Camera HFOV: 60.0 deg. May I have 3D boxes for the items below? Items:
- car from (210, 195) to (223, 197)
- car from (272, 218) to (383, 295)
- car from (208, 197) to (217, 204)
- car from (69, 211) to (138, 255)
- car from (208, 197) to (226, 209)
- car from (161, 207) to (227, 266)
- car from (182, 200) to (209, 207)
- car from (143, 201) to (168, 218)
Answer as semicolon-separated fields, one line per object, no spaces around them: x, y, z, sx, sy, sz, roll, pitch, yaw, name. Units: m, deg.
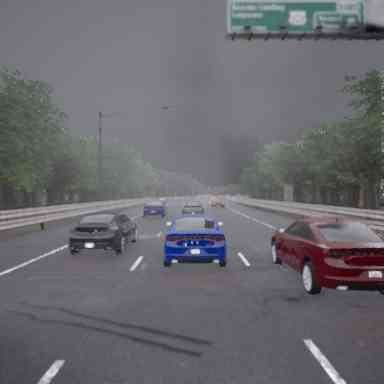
4.026;1.693;60.570;1.882;1.535;5.008;0;0;2;car
3.497;1.423;8.821;1.882;1.535;5.008;0;0;0;car
4.641;1.908;75.423;1.837;1.490;4.892;0;-1;3;car
-3.405;1.529;13.466;1.837;1.490;4.892;0;0;0;car
3.705;1.720;48.707;1.895;1.301;4.718;0;0;1;car
0.096;1.498;11.637;1.882;1.535;5.008;0;0;0;car
0.104;1.577;29.833;2.128;1.511;4.902;0;0;0;car
-3.389;1.571;31.455;1.882;1.535;5.008;0;0;0;car
